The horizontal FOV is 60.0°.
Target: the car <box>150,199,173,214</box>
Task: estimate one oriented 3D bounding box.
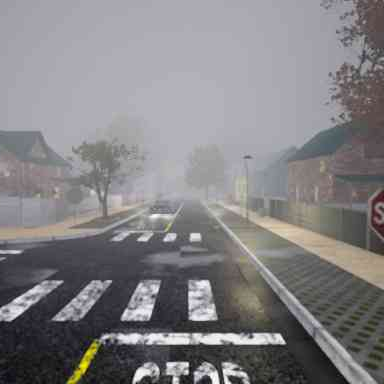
[{"bbox_3d":[-2.817,1.351,31.438,1.994,1.385,4.181,0,0,0],"label":"car"}]
